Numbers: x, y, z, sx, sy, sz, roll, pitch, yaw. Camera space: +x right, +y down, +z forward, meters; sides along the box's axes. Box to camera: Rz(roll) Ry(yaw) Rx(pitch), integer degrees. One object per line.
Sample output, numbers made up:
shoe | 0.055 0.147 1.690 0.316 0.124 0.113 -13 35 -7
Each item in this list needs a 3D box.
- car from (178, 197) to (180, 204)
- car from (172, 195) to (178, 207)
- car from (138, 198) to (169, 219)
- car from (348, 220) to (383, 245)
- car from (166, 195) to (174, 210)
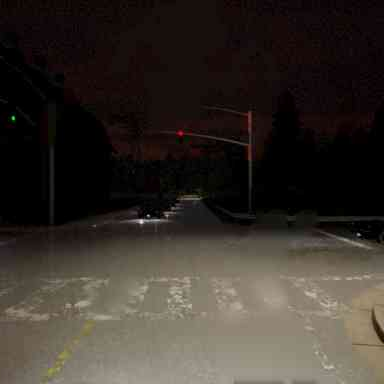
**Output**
car | -3.422 1.351 62.745 2.097 1.767 4.553 0 0 1
car | -3.506 1.526 49.956 1.812 1.442 4.674 0 0 0
car | -3.550 1.547 29.836 2.033 1.411 5.357 0 0 0
car | 9.619 1.574 14.796 4.718 1.301 1.895 0 0 -1
car | -3.533 1.505 39.677 1.837 1.490 4.892 0 0 0
